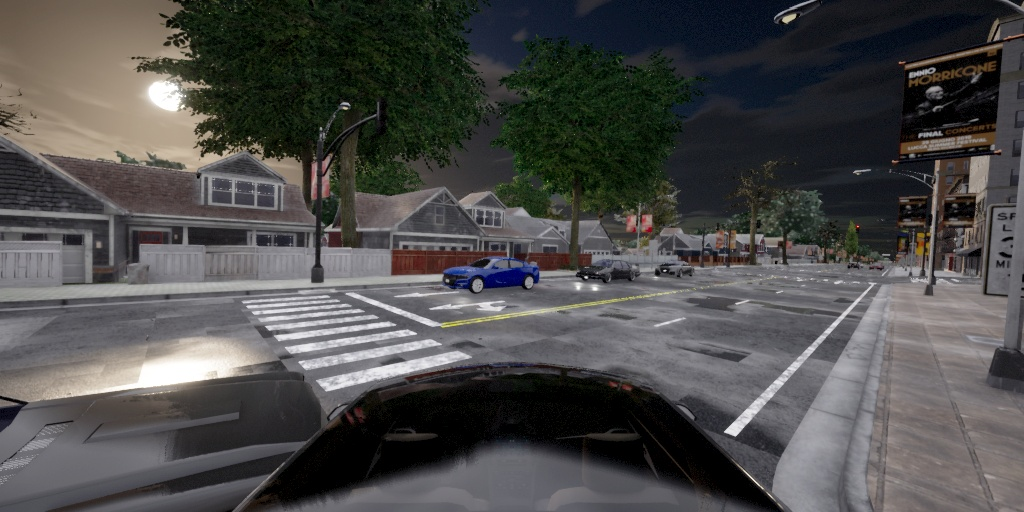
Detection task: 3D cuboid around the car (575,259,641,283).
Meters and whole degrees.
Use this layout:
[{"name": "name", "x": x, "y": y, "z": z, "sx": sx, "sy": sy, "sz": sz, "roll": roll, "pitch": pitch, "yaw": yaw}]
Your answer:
[{"name": "car", "x": 6.431, "y": 0.922, "z": 23.420, "sx": 5.357, "sy": 1.411, "sz": 2.033, "roll": 1, "pitch": 2, "yaw": -43}]

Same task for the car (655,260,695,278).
[{"name": "car", "x": 13.749, "y": 1.018, "z": 30.214, "sx": 4.181, "sy": 1.385, "sz": 1.994, "roll": 1, "pitch": 2, "yaw": -43}]

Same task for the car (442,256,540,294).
[{"name": "car", "x": -0.855, "y": 0.776, "z": 16.627, "sx": 5.008, "sy": 1.535, "sz": 1.882, "roll": 1, "pitch": 3, "yaw": -43}]

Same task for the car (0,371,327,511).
[{"name": "car", "x": -3.319, "y": 1.274, "z": 1.484, "sx": 4.718, "sy": 1.301, "sz": 1.895, "roll": 1, "pitch": 2, "yaw": -33}]
